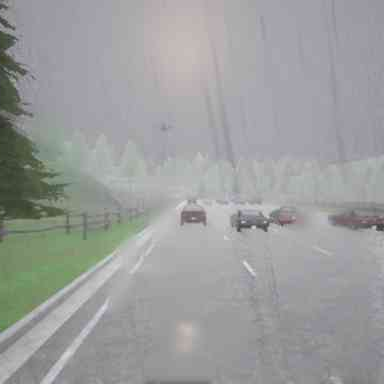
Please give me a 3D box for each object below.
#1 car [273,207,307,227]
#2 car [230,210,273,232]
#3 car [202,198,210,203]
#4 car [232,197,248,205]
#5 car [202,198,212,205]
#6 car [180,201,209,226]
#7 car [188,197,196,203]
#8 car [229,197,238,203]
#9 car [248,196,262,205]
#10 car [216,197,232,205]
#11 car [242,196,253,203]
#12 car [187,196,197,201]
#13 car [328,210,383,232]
[{"bbox_3d":[7.107,1.786,25.054,1.994,1.385,4.181,0,0,0],"label":"car"},{"bbox_3d":[3.606,1.792,21.579,1.895,1.301,4.718,0,0,0],"label":"car"},{"bbox_3d":[3.526,2.172,84.367,1.895,1.301,4.718,0,-1,0],"label":"car"},{"bbox_3d":[10.523,2.200,74.332,1.994,1.385,4.181,0,-1,0],"label":"car"},{"bbox_3d":[3.523,2.244,74.363,1.895,1.301,4.718,0,-1,0],"label":"car"},{"bbox_3d":[0.110,1.706,25.811,1.882,1.535,5.008,0,0,0],"label":"car"},{"bbox_3d":[0.026,2.077,84.339,1.837,1.490,4.892,0,-1,0],"label":"car"},{"bbox_3d":[10.526,2.076,84.336,1.837,1.490,4.892,0,-1,0],"label":"car"},{"bbox_3d":[14.023,1.858,73.947,2.150,2.045,5.566,0,-1,0],"label":"car"},{"bbox_3d":[7.023,2.183,73.916,2.033,1.411,5.357,0,-1,0],"label":"car"},{"bbox_3d":[14.026,1.930,84.306,2.097,1.767,4.553,0,-1,0],"label":"car"},{"bbox_3d":[0.023,1.859,73.951,2.150,2.045,5.566,0,-1,0],"label":"car"},{"bbox_3d":[10.608,1.791,21.578,1.895,1.301,4.718,0,0,0],"label":"car"}]
